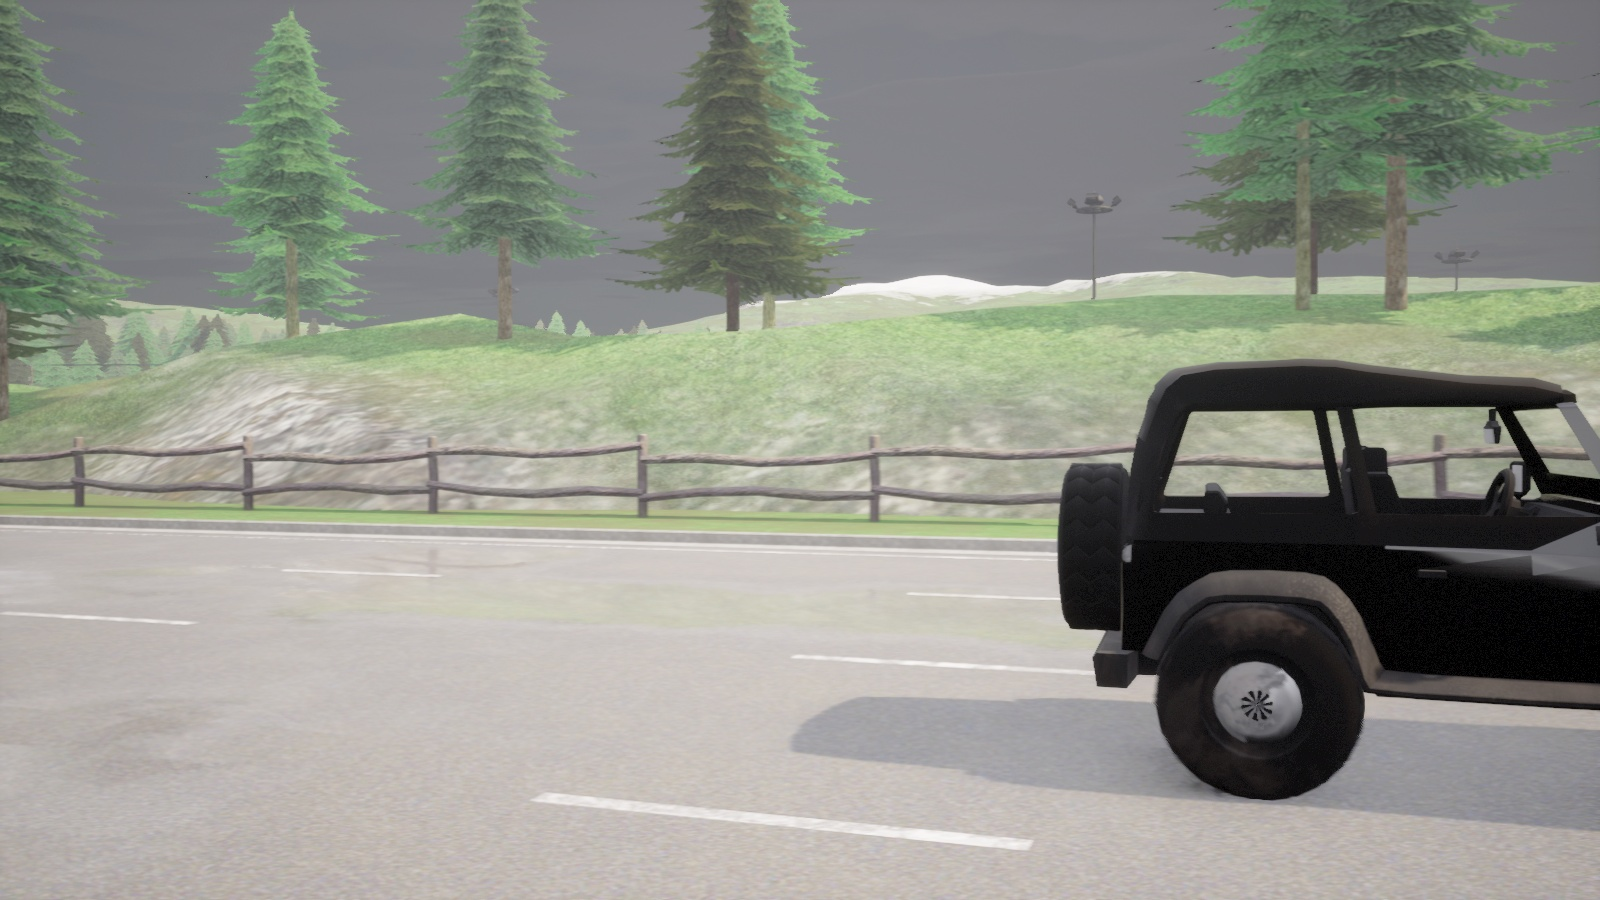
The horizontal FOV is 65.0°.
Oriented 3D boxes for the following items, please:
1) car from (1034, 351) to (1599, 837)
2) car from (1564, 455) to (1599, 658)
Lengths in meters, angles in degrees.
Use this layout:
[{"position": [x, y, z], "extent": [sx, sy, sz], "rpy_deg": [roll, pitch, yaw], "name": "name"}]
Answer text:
[{"position": [3.169, 0.542, 5.818], "extent": [3.866, 1.878, 1.905], "rpy_deg": [1, 1, 18], "name": "car"}, {"position": [8.146, 0.779, 7.905], "extent": [5.357, 1.411, 2.033], "rpy_deg": [1, 1, 18], "name": "car"}]
